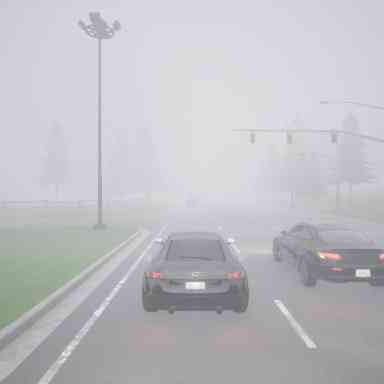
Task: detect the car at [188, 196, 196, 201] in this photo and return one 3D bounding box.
[{"bbox_3d":[0.018,1.588,82.197,1.895,1.301,4.718,0,0,0],"label":"car"}]

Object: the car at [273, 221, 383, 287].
[{"bbox_3d":[3.581,1.526,9.233,1.812,1.442,4.674,0,0,0],"label":"car"}]

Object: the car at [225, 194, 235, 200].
[{"bbox_3d":[10.520,1.372,92.168,2.033,1.411,5.357,0,0,0],"label":"car"}]

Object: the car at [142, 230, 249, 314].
[{"bbox_3d":[0.072,1.564,7.687,1.994,1.385,4.181,0,0,0],"label":"car"}]

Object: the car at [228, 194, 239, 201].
[{"bbox_3d":[10.518,1.517,82.164,1.812,1.442,4.674,0,0,0],"label":"car"}]

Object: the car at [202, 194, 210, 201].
[{"bbox_3d":[3.518,1.545,82.166,1.994,1.385,4.181,0,0,0],"label":"car"}]

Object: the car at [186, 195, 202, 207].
[{"bbox_3d":[0.011,1.548,51.130,2.033,1.411,5.357,0,0,0],"label":"car"}]

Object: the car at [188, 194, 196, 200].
[{"bbox_3d":[0.020,1.358,92.170,2.128,1.511,4.902,0,0,0],"label":"car"}]

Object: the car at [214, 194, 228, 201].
[{"bbox_3d":[7.018,1.517,82.165,1.812,1.442,4.674,0,0,0],"label":"car"}]

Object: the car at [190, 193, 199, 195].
[{"bbox_3d":[0.429,1.223,66.006,2.150,2.045,5.566,0,0,0],"label":"car"}]

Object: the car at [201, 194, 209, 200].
[{"bbox_3d":[3.520,1.358,92.169,2.128,1.511,4.902,0,0,0],"label":"car"}]
